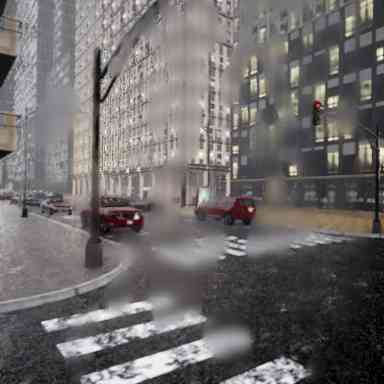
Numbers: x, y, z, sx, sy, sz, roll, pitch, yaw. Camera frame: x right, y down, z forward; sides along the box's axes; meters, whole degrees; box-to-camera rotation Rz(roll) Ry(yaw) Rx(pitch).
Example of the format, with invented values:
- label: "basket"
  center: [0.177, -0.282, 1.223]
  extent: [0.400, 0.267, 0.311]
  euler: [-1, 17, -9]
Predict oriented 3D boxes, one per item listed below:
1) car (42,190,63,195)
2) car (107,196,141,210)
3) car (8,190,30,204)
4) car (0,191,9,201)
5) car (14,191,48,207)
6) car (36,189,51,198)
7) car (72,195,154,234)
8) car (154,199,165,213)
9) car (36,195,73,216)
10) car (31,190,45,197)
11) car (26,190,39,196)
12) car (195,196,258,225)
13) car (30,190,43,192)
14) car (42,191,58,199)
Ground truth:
- label: "car"
  center: [-20.669, 0.703, 50.131]
  extent: [1.837, 1.490, 4.892]
  euler: [1, 1, -36]
- label: "car"
  center: [-7.485, 1.162, 36.413]
  extent: [1.947, 1.339, 4.313]
  euler: [2, 0, -36]
- label: "car"
  center: [-20.744, 0.840, 40.406]
  extent: [1.802, 1.307, 4.206]
  euler: [2, 0, -36]
- label: "car"
  center: [-27.263, 0.590, 49.381]
  extent: [1.887, 1.381, 4.507]
  euler: [2, 0, -36]
- label: "car"
  center: [-17.484, 0.914, 35.920]
  extent: [2.008, 1.369, 4.403]
  euler: [2, 0, -36]
- label: "car"
  center: [-30.304, 0.294, 67.827]
  extent: [1.967, 1.590, 4.097]
  euler: [2, 0, -36]
- label: "car"
  center: [-4.435, 1.096, 17.975]
  extent: [2.192, 1.841, 5.009]
  euler: [2, 0, -36]
- label: "car"
  center: [-4.225, 1.267, 31.925]
  extent: [1.947, 1.339, 4.313]
  euler: [2, 0, -36]
- label: "car"
  center: [-10.965, 1.155, 26.947]
  extent: [1.802, 1.307, 4.206]
  euler: [2, 0, -36]
- label: "car"
  center: [-33.568, 0.291, 72.315]
  extent: [1.887, 1.381, 4.507]
  euler: [2, 0, -36]
- label: "car"
  center: [-36.829, 0.184, 76.803]
  extent: [1.887, 1.381, 4.507]
  euler: [2, 0, -36]
- label: "car"
  center: [2.305, 1.224, 22.951]
  extent: [2.192, 1.841, 5.009]
  euler: [2, 0, -36]
- label: "car"
  center: [-27.430, 0.540, 59.434]
  extent: [1.994, 1.385, 4.181]
  euler: [1, 0, -36]
- label: "car"
  center: [-27.048, 0.505, 63.340]
  extent: [1.887, 1.381, 4.507]
  euler: [2, 0, -36]
